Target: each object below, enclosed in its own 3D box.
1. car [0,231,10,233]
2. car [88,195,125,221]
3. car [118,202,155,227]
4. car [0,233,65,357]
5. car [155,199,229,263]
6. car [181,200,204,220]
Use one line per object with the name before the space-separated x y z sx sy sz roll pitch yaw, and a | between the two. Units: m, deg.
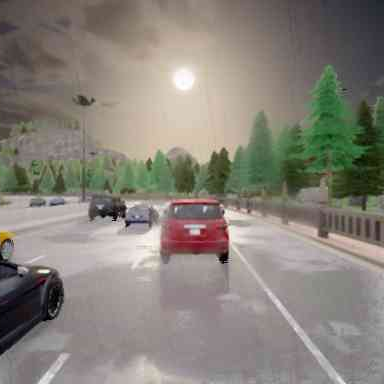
car | -6.914 1.501 9.183 1.882 1.535 5.008 0 0 0
car | -6.958 1.284 27.827 2.150 2.045 5.566 0 0 -1
car | -3.433 1.598 23.325 2.033 1.411 5.357 0 0 0
car | -3.414 1.576 4.653 1.994 1.385 4.181 0 0 0
car | 0.083 1.247 12.259 2.150 2.045 5.566 0 0 0
car | -0.004 1.541 30.266 1.882 1.535 5.008 0 0 -1
